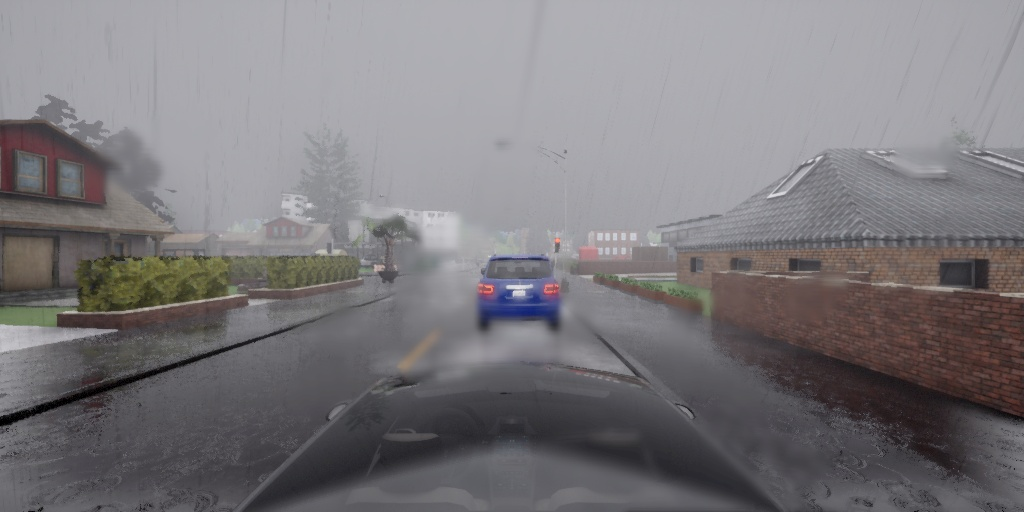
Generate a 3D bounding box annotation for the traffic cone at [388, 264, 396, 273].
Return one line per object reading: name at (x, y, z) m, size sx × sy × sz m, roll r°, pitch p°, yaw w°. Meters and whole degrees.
traffic cone at (-15.393, 1.561, 45.937) m, size 0.344 × 0.586 × 0.344 m, roll 0°, pitch 0°, yaw 0°

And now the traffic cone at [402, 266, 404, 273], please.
traffic cone at (-14.020, 1.582, 47.536) m, size 0.344 × 0.586 × 0.344 m, roll 0°, pitch 0°, yaw 0°

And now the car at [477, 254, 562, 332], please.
car at (0.191, 0.971, 11.049) m, size 2.150 × 2.045 × 5.566 m, roll 0°, pitch 0°, yaw 0°

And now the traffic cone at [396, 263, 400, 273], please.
traffic cone at (-15.027, 1.558, 46.504) m, size 0.344 × 0.586 × 0.344 m, roll 0°, pitch 0°, yaw 0°
